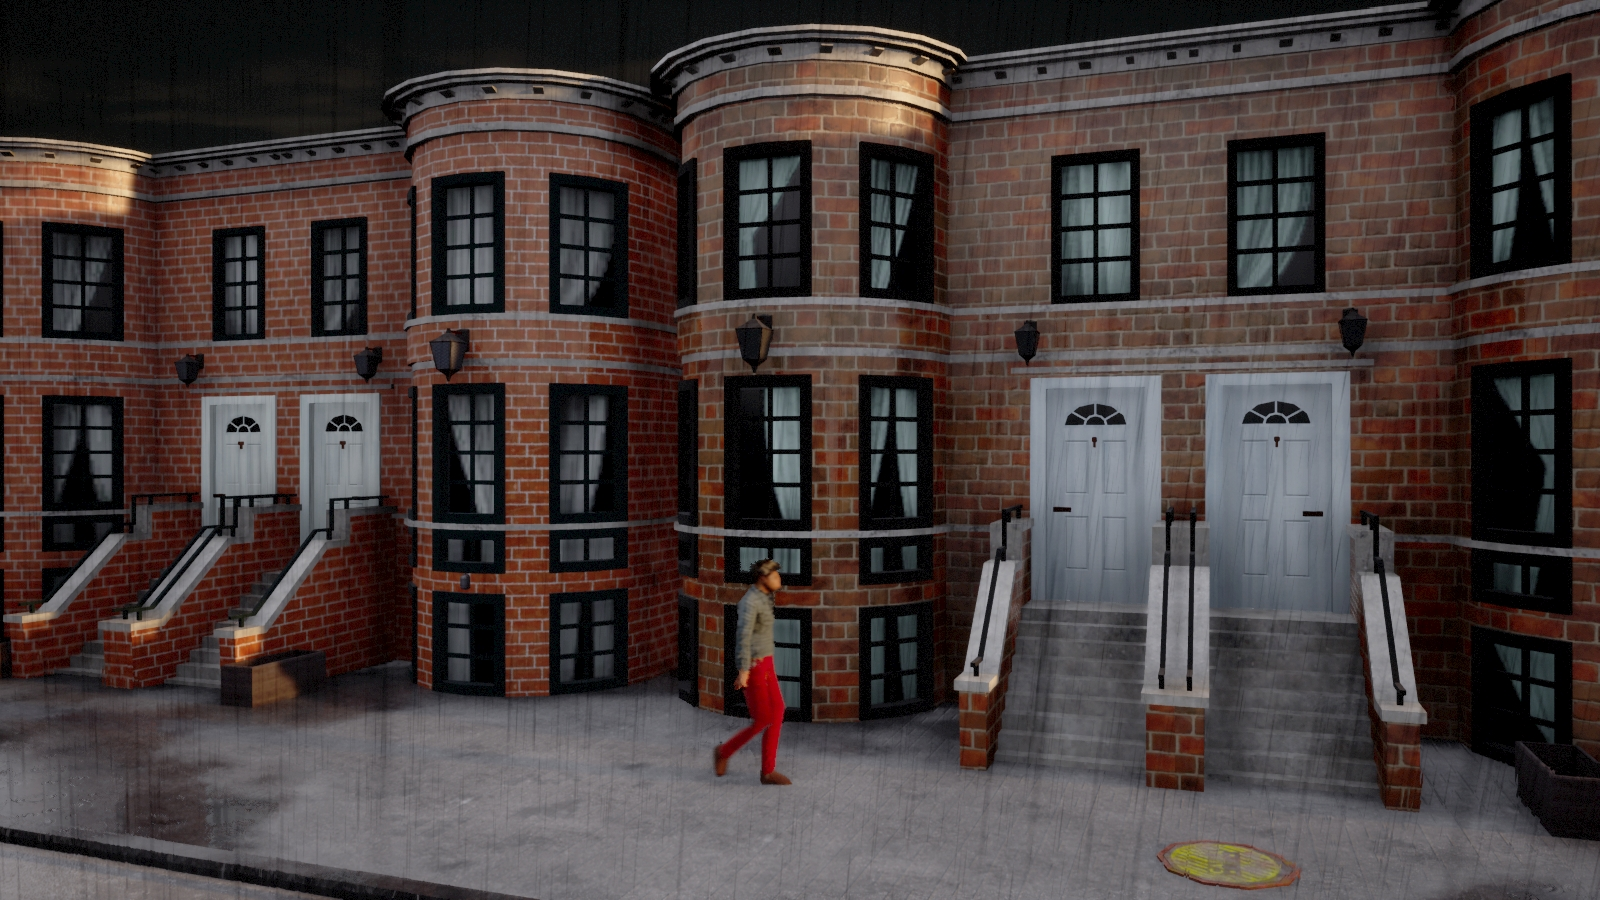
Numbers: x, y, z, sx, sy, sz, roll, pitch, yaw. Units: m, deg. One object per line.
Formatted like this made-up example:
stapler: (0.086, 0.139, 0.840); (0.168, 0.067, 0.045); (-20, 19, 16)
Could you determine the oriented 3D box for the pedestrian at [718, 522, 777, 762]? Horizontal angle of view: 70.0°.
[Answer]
pedestrian: (-0.420, 1.527, 9.232); (0.375, 1.860, 0.375); (0, 0, 17)
